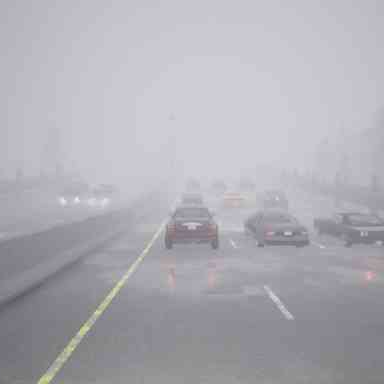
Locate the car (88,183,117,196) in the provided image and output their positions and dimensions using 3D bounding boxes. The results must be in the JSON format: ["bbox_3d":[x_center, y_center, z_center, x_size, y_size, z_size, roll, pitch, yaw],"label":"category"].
[{"bbox_3d":[-10.389,-0.332,39.696,1.895,1.301,4.718,0,7,0],"label":"car"}]

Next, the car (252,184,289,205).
[{"bbox_3d":[7.055,0.466,29.502,2.097,1.767,4.553,0,5,0],"label":"car"}]

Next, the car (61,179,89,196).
[{"bbox_3d":[-13.889,-0.588,39.745,2.097,1.767,4.553,0,7,0],"label":"car"}]

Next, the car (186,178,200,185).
[{"bbox_3d":[0.140,-1.135,44.760,2.128,1.511,4.902,0,7,0],"label":"car"}]

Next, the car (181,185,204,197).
[{"bbox_3d":[0.056,0.582,29.580,1.882,1.535,5.008,0,5,0],"label":"car"}]

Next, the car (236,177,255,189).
[{"bbox_3d":[7.140,-1.259,44.674,2.097,1.767,4.553,0,7,0],"label":"car"}]

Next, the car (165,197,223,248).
[{"bbox_3d":[0.000,1.300,14.601,2.097,1.767,4.553,0,1,0],"label":"car"}]

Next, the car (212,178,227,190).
[{"bbox_3d":[3.640,-1.135,44.741,2.128,1.511,4.902,0,7,0],"label":"car"}]

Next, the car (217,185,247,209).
[{"bbox_3d":[3.556,0.582,29.561,1.882,1.535,5.008,0,5,0],"label":"car"}]

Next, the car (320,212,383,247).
[{"bbox_3d":[7.001,1.549,14.665,1.895,1.301,4.718,0,1,0],"label":"car"}]

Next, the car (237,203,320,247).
[{"bbox_3d":[3.501,1.497,14.634,2.033,1.411,5.357,0,1,0],"label":"car"}]
